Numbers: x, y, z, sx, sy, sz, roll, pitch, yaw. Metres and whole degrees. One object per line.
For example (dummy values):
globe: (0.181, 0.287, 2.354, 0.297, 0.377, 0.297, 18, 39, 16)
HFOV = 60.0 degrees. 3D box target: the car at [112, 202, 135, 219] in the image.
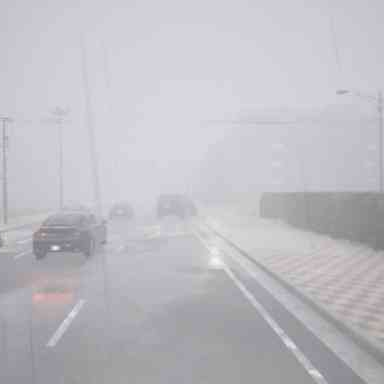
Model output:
car: (-6.217, 1.595, 29.648, 1.994, 1.385, 4.181, -1, 0, -6)

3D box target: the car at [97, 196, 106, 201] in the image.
car: (-24.422, 1.658, 90.010, 2.033, 1.411, 5.357, -1, 0, -5)

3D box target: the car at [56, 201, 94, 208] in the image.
car: (-9.472, 1.689, 27.275, 1.895, 1.301, 4.718, -1, 0, -6)

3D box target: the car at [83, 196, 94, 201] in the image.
car: (-27.900, 1.729, 89.621, 1.994, 1.385, 4.181, -1, 0, -5)

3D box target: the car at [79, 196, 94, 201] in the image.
car: (-22.939, 1.721, 73.597, 1.812, 1.442, 4.674, -1, 0, -5)

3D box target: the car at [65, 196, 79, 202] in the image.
car: (-26.422, 1.730, 73.240, 1.882, 1.535, 5.008, -1, 0, -5)

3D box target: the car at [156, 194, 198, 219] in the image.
car: (-1.228, 1.179, 28.280, 2.150, 2.045, 5.566, -2, 0, 15)

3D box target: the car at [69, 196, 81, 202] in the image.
car: (-31.382, 1.787, 89.269, 1.994, 1.385, 4.181, -1, 0, -5)

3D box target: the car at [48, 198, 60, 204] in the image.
car: (-29.893, 1.903, 72.789, 1.895, 1.301, 4.718, -1, 0, -5)

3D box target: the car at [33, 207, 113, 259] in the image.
car: (-4.530, 1.545, 12.955, 1.837, 1.490, 4.892, -1, 0, -5)

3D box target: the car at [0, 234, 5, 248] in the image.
car: (-7.799, 1.648, 10.050, 2.033, 1.411, 5.357, -1, 0, -5)
